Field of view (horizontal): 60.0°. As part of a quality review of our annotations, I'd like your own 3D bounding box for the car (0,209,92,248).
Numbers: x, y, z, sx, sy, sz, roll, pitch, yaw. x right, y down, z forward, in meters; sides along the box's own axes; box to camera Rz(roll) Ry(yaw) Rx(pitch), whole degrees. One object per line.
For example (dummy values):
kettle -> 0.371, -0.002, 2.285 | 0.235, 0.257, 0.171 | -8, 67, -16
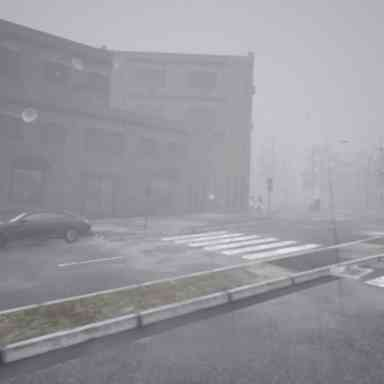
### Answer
car -> -6.620, 1.464, 14.006 | 4.674, 1.452, 2.002 | -1, -1, -36
